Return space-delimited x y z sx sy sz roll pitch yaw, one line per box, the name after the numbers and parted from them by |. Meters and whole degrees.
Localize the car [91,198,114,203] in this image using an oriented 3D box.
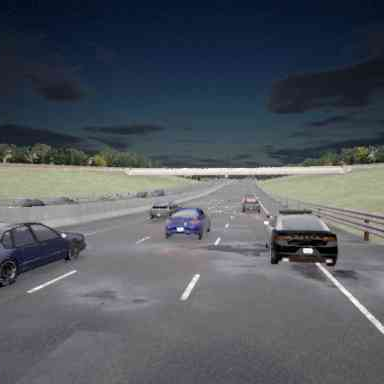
-10.787 1.452 40.055 2.128 1.511 4.902 0 1 9 | car

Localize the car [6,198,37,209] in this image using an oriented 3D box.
-18.407 1.487 36.873 2.128 1.511 4.902 0 0 9 | car

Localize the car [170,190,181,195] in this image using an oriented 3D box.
-3.955 0.232 80.872 2.097 1.767 4.553 0 2 9 | car

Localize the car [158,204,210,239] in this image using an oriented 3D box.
-0.146 1.533 17.320 1.812 1.442 4.674 0 0 9 | car

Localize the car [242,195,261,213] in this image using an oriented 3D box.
6.458 1.457 36.182 2.128 1.511 4.902 0 0 10 | car

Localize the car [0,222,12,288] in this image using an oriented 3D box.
-2.985 1.222 0.105 2.150 2.045 5.566 0 0 9 | car

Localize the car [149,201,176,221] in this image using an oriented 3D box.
-2.063 1.507 27.206 2.128 1.511 4.902 0 0 9 | car

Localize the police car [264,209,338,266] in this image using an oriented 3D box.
3.620 1.426 11.732 1.930 1.638 5.238 0 0 9 | police car

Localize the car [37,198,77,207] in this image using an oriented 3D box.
-14.776 1.493 37.377 1.837 1.490 4.892 0 0 9 | car

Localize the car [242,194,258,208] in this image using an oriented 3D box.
8.091 1.194 46.392 2.097 1.767 4.553 0 1 9 | car

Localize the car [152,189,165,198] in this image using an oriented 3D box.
-7.960 0.367 78.100 2.150 2.045 5.566 0 2 9 | car

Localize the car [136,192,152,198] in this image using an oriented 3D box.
-11.610 0.697 77.474 1.837 1.490 4.892 0 2 9 | car

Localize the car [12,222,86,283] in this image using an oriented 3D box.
-5.008 1.547 9.331 2.033 1.411 5.357 0 0 9 | car
